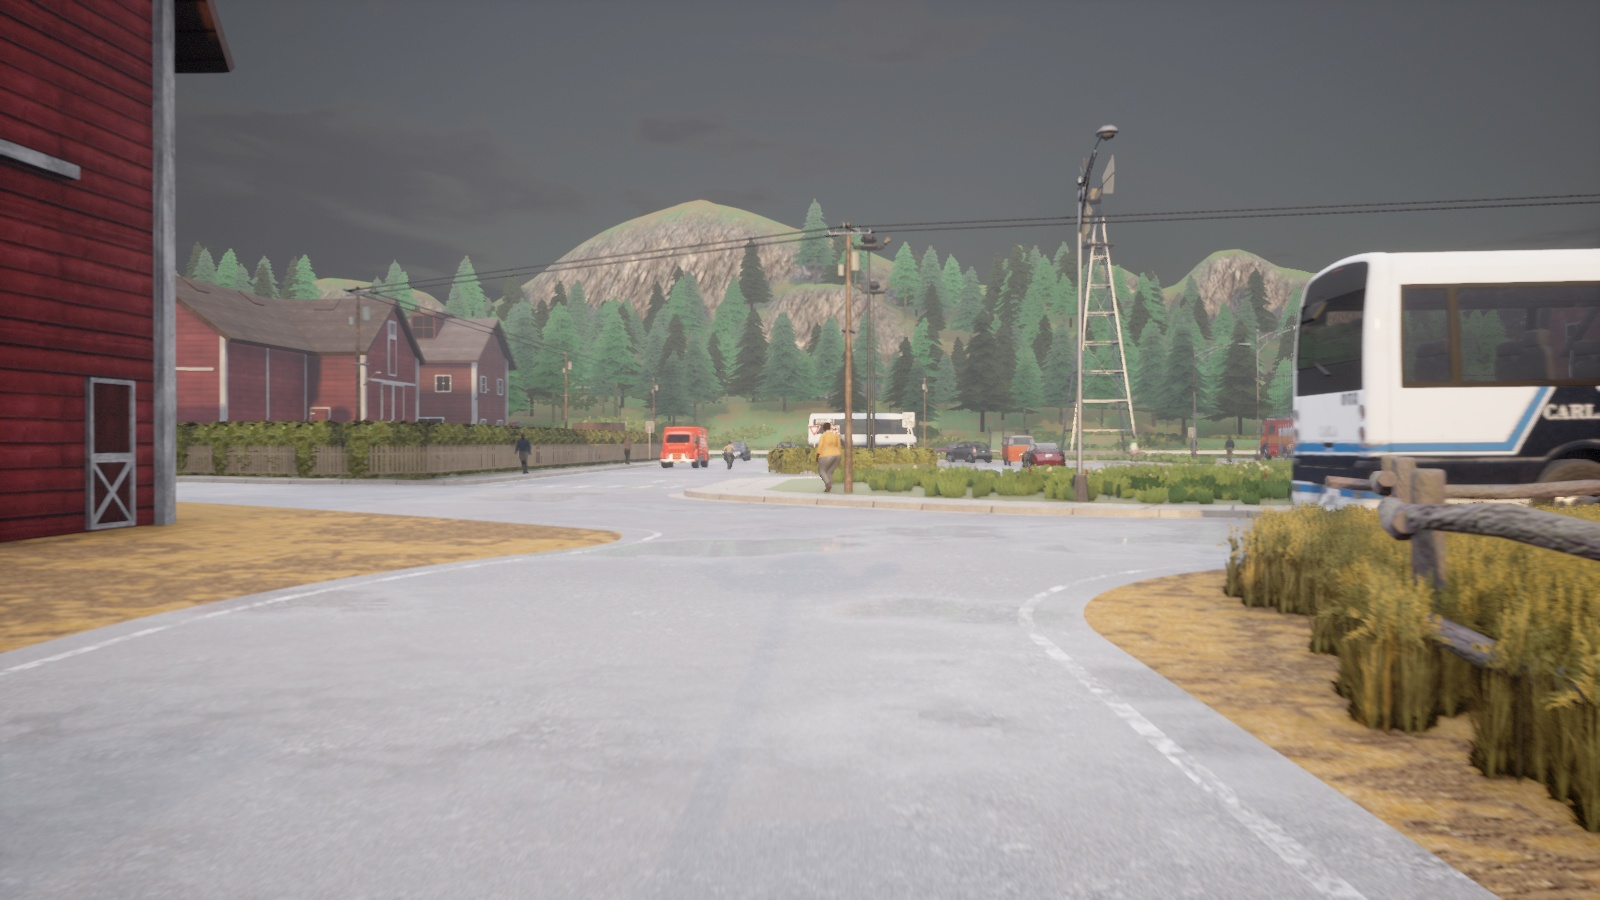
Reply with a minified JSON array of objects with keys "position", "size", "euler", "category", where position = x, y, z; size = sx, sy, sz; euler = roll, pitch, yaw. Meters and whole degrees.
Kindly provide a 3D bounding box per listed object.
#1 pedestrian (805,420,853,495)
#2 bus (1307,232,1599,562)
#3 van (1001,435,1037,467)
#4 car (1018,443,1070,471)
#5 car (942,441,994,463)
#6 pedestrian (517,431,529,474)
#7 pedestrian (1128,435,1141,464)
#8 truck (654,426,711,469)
[{"position":[0.721,0.174,31.743],"size":[0.874,1.855,0.900],"euler":[0,0,-29],"category":"pedestrian"},{"position":[13.222,-0.721,18.035],"size":[10.273,4.253,3.944],"euler":[-1,0,3],"category":"bus"},{"position":[14.202,0.050,81.716],"size":[1.775,1.987,4.442],"euler":[0,0,3],"category":"van"},{"position":[13.572,0.362,70.096],"size":[2.163,1.488,4.792],"euler":[0,0,3],"category":"car"},{"position":[12.415,0.131,92.906],"size":[1.851,1.617,3.988],"euler":[0,0,-27],"category":"car"},{"position":[-11.842,0.090,53.714],"size":[0.370,1.835,0.726],"euler":[0,0,0],"category":"pedestrian"},{"position":[22.721,-0.063,85.285],"size":[0.659,1.952,0.873],"euler":[0,0,-2],"category":"pedestrian"},{"position":[-6.991,-0.170,75.308],"size":[2.627,2.467,5.204],"euler":[0,0,3],"category":"truck"}]
